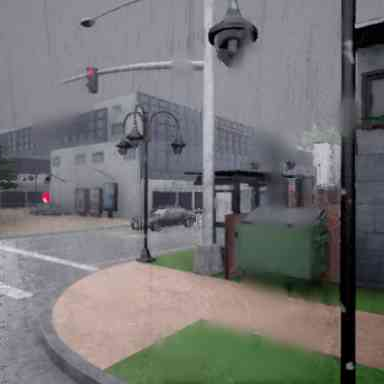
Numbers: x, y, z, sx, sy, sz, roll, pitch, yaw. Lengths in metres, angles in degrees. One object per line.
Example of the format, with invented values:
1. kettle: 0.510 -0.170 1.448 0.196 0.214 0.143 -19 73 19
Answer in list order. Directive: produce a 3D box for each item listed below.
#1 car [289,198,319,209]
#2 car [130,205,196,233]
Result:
1. car: 12.718 1.455 37.572 2.097 1.767 4.553 0 0 40
2. car: -1.647 1.573 20.430 1.812 1.442 4.674 0 1 40
